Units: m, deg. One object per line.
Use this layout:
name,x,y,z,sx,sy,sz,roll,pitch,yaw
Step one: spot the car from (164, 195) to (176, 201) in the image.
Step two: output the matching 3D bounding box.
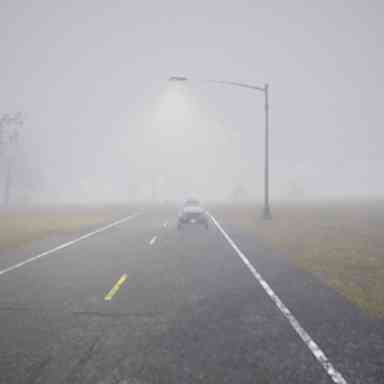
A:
car,-3.619,1.169,55.289,1.812,1.442,4.674,0,0,0

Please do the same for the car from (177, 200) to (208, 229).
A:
car,0.052,1.459,20.959,1.812,1.442,4.674,0,0,0

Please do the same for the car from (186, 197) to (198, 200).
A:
car,0.014,1.383,38.859,1.837,1.490,4.892,0,0,0
